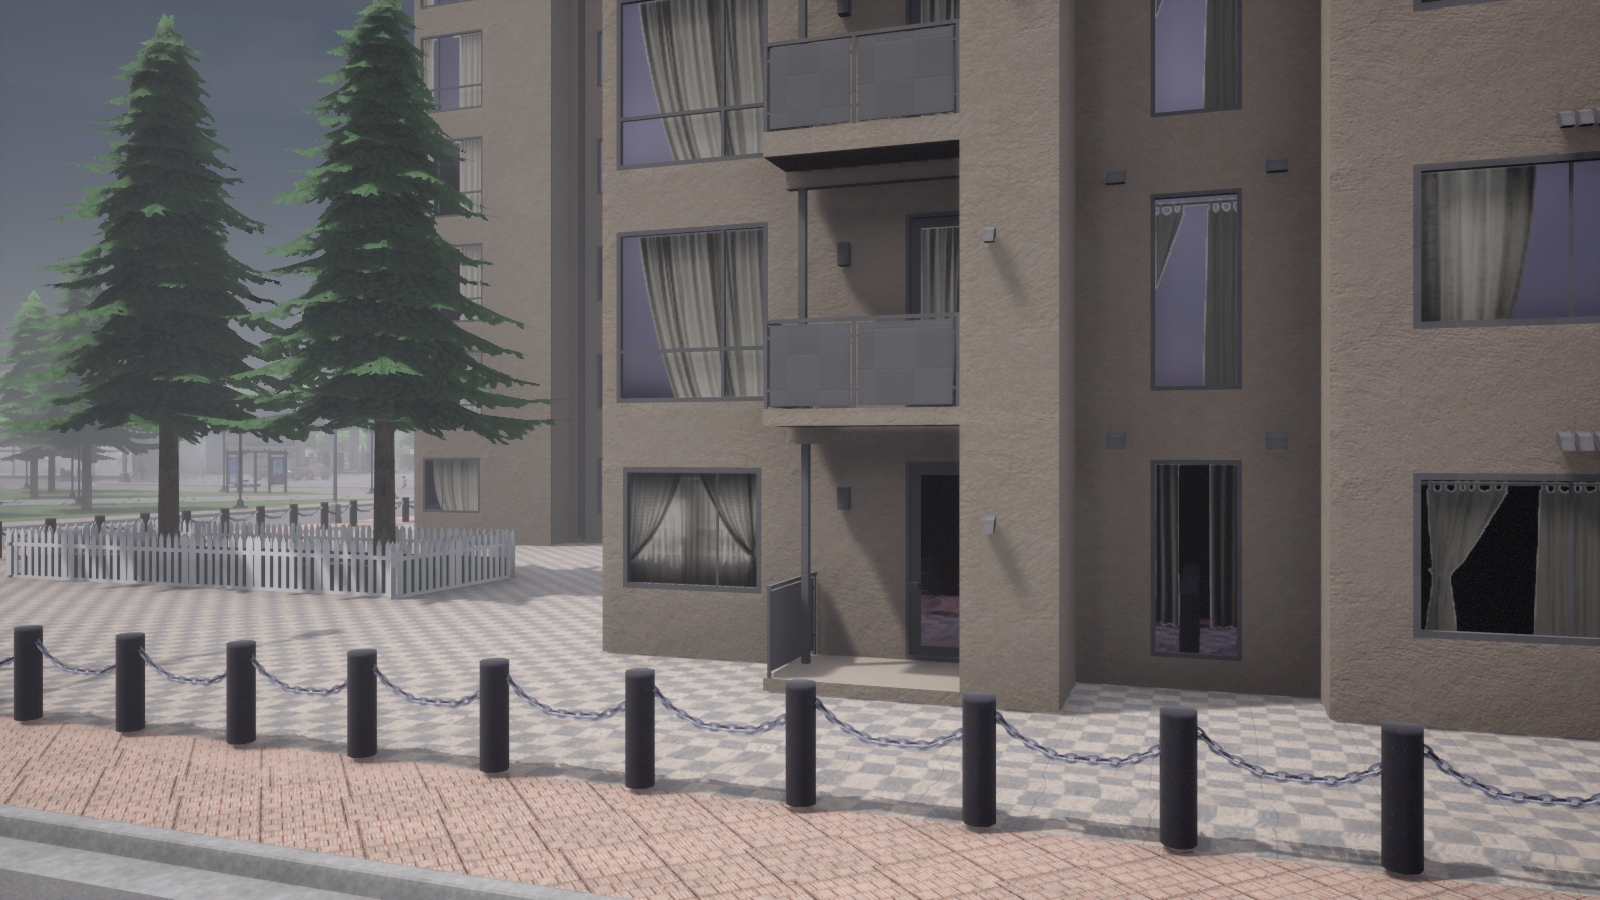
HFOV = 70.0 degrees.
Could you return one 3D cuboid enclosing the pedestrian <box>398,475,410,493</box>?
[{"bbox_3d":[-23.667,2.023,68.310,0.500,1.100,0.500,0,0,22],"label":"pedestrian"}]
